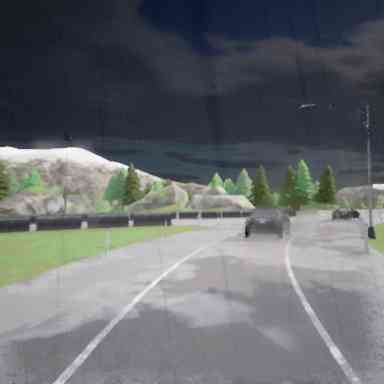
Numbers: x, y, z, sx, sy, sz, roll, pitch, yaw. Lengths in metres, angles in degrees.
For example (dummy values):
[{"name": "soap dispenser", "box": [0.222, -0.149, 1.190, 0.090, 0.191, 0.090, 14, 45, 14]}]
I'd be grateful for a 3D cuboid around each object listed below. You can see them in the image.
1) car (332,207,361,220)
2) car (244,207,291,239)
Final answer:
[{"name": "car", "box": [17.723, 2.479, 38.181, 4.674, 1.442, 1.812, 2, -4, -43]}, {"name": "car", "box": [4.572, 1.682, 19.719, 2.097, 1.767, 4.553, -1, -2, 22]}]
